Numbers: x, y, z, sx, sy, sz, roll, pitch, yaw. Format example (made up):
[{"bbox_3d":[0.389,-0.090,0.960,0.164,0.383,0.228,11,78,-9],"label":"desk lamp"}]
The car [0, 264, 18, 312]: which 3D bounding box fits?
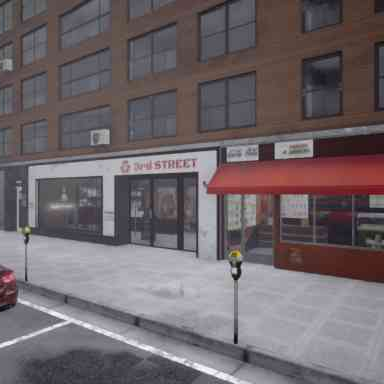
[{"bbox_3d":[-4.934,1.582,6.331,4.206,1.307,1.802,0,0,36],"label":"car"}]
